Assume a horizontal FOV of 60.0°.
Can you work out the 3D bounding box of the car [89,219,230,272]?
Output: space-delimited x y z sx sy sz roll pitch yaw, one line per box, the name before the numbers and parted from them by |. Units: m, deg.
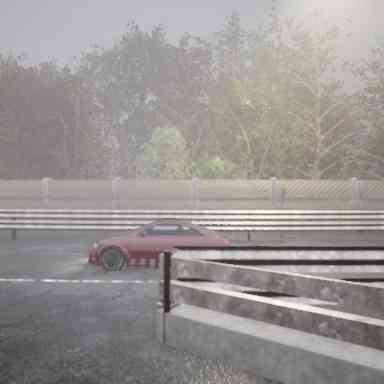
car | -0.911 1.534 10.087 4.181 1.385 1.994 0 0 1
